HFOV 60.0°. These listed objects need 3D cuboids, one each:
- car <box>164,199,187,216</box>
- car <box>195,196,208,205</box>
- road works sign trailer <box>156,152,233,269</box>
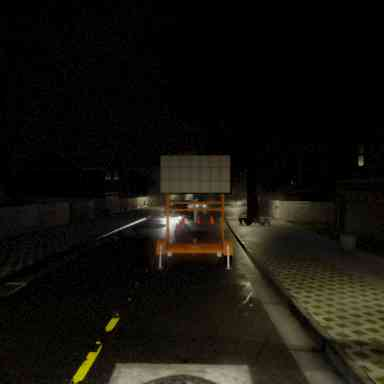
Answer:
[{"bbox_3d":[-1.548,1.489,32.607,2.128,1.511,4.902,0,0,5],"label":"car"},{"bbox_3d":[1.714,1.462,59.479,1.837,1.490,4.892,0,0,9],"label":"car"},{"bbox_3d":[0.114,0.464,11.127,2.380,3.560,2.880,0,0,2],"label":"road works sign trailer"}]
